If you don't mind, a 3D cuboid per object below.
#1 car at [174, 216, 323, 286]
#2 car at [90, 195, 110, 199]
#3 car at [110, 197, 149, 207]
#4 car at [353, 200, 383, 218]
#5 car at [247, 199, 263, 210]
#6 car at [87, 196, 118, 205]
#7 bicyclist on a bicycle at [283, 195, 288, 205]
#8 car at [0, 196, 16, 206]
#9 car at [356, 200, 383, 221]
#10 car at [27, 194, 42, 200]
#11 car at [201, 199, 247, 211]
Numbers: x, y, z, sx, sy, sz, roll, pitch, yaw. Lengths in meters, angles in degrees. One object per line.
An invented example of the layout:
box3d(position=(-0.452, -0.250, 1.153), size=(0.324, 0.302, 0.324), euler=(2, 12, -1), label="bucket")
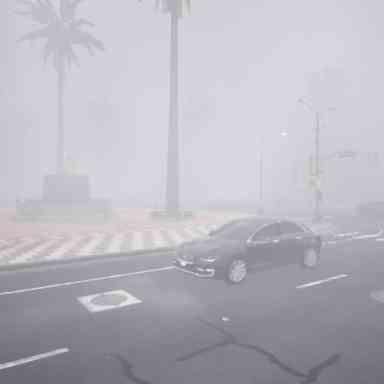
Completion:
box3d(position=(1.768, 1.505, 9.541), size=(4.892, 1.490, 1.837), euler=(0, 0, -35), label="car")
box3d(position=(-16.203, 1.353, 55.601), size=(4.553, 1.767, 2.097), euler=(0, 0, 3), label="car")
box3d(position=(-9.310, 1.548, 51.155), size=(5.357, 1.411, 2.033), euler=(0, 0, 12), label="car")
box3d(position=(16.925, 1.505, 29.037), size=(1.837, 1.490, 4.892), euler=(0, 0, -36), label="car")
box3d(position=(6.851, 1.564, 41.972), size=(1.994, 1.385, 4.181), euler=(0, 0, -45), label="car")
box3d(position=(-15.836, 1.491, 59.119), size=(4.902, 1.511, 2.128), euler=(0, 0, 2), label="car")
box3d(position=(15.275, 1.300, 54.474), size=(0.582, 1.620, 1.656), euler=(0, 0, 42), label="bicyclist on a bicycle")
box3d(position=(-31.104, 1.505, 53.611), size=(4.892, 1.490, 1.837), euler=(0, 0, -16), label="car")
box3d(position=(15.217, 1.525, 25.433), size=(1.812, 1.442, 4.674), euler=(0, 0, -36), label="car")
box3d(position=(-26.045, 1.221, 58.555), size=(5.566, 2.045, 2.150), euler=(0, 0, -10), label="car")
box3d(position=(3.597, 1.547, 40.593), size=(5.357, 1.411, 2.033), euler=(0, 0, 43), label="car")
